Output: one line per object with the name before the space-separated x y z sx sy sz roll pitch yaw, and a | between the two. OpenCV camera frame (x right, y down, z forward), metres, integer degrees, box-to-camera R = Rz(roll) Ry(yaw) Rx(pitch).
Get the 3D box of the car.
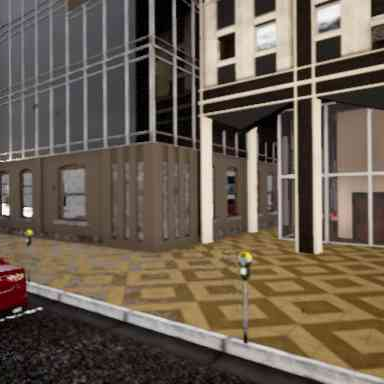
car | -4.988 1.627 6.437 4.507 1.381 1.887 -1 0 36
